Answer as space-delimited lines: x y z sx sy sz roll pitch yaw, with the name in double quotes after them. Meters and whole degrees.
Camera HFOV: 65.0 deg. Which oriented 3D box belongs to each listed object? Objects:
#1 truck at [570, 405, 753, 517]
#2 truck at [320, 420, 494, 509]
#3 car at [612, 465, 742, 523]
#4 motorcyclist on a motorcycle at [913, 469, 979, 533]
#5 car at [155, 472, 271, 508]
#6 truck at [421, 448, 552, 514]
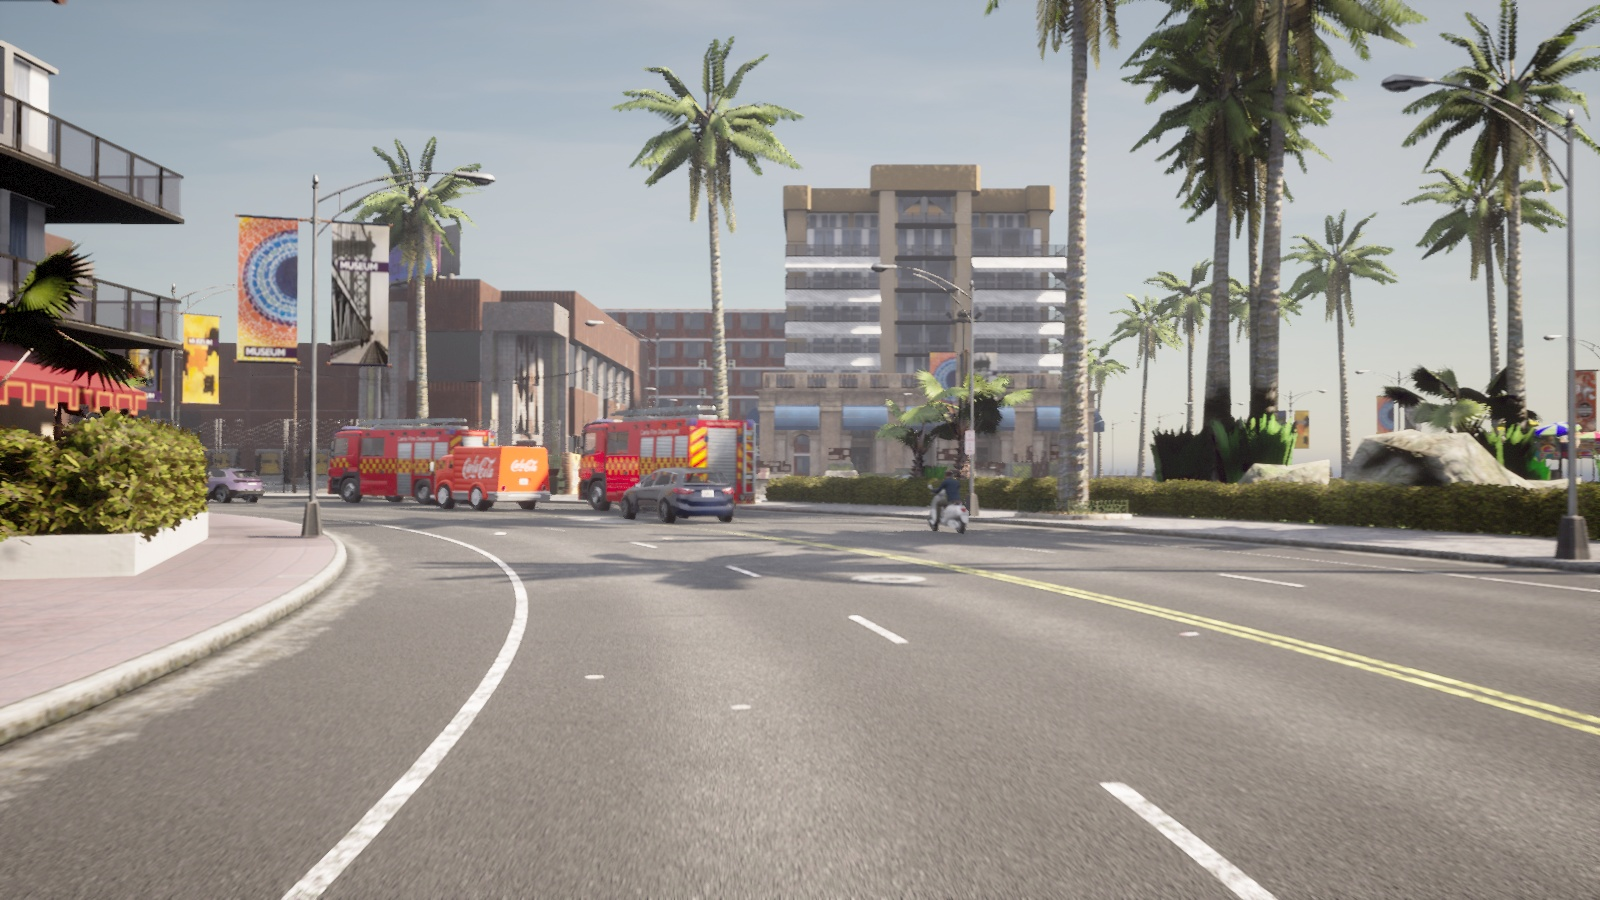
-5.392 0.465 47.255 2.891 3.827 8.468 1 -1 -37 "truck"
-18.226 0.701 57.963 8.468 3.827 2.891 -1 -1 33 "truck"
-3.897 1.331 39.083 2.242 1.667 4.611 0 -1 -31 "car"
3.719 1.290 32.141 0.866 1.590 1.817 0 -1 -24 "motorcyclist on a motorcycle"
-27.193 1.839 58.163 4.856 1.649 2.033 -1 -1 21 "car"
-12.384 1.211 49.436 5.204 2.467 2.627 -1 -1 43 "truck"
